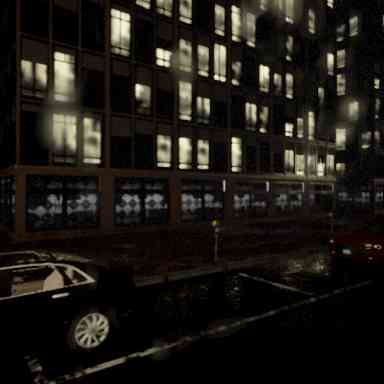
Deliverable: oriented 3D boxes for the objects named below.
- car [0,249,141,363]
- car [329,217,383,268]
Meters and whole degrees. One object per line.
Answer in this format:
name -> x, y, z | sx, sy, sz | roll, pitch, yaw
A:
car -> -2.854, 1.550, 4.520 | 4.403, 1.369, 2.008 | 0, 0, -36
car -> 6.406, 1.514, 11.141 | 4.507, 1.381, 1.887 | 0, 0, -36
